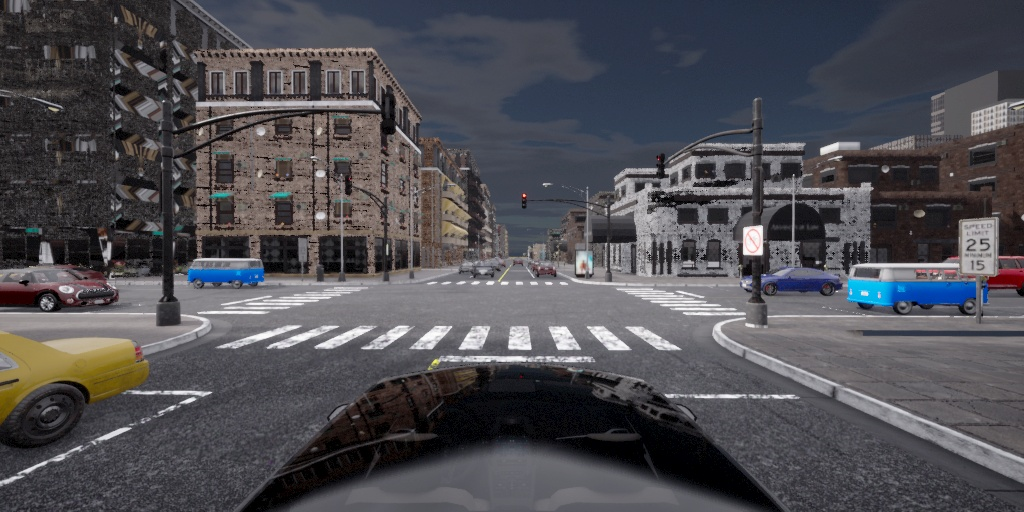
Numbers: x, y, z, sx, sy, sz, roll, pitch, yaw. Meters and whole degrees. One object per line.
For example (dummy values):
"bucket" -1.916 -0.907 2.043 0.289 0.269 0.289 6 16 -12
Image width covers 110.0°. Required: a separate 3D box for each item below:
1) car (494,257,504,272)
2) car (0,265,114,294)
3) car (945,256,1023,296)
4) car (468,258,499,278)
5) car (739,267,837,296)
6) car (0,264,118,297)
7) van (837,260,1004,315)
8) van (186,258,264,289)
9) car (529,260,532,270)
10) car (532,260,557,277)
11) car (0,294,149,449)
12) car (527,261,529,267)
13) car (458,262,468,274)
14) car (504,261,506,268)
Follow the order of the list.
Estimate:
"car" -2.361 1.265 45.432 1.837 1.490 4.892 0 1 1
"car" -24.836 1.223 19.363 4.674 1.442 1.812 0 0 1
"car" 24.350 1.019 18.891 5.566 2.045 2.150 0 0 0
"car" -2.571 1.246 33.721 2.128 1.511 4.902 0 0 -1
"car" 14.688 1.298 18.982 4.674 1.442 1.812 0 0 2
"car" -17.529 1.190 13.506 4.097 1.591 1.967 0 0 1
"van" 14.849 1.156 13.198 3.998 1.789 1.690 0 0 1
"van" -17.430 1.030 21.886 3.998 1.789 1.690 0 0 1
"car" 3.445 1.347 46.491 1.802 1.307 4.207 0 0 1
"car" 3.253 1.195 35.099 1.967 1.591 4.097 0 0 1
"car" -5.681 1.275 2.609 1.751 1.417 4.829 0 0 1
"car" 3.542 1.321 52.187 2.007 1.370 4.403 0 0 1
"car" -5.031 1.311 40.924 2.007 1.370 4.403 0 0 1
"car" -2.065 1.257 60.951 1.882 1.535 5.008 0 0 1
